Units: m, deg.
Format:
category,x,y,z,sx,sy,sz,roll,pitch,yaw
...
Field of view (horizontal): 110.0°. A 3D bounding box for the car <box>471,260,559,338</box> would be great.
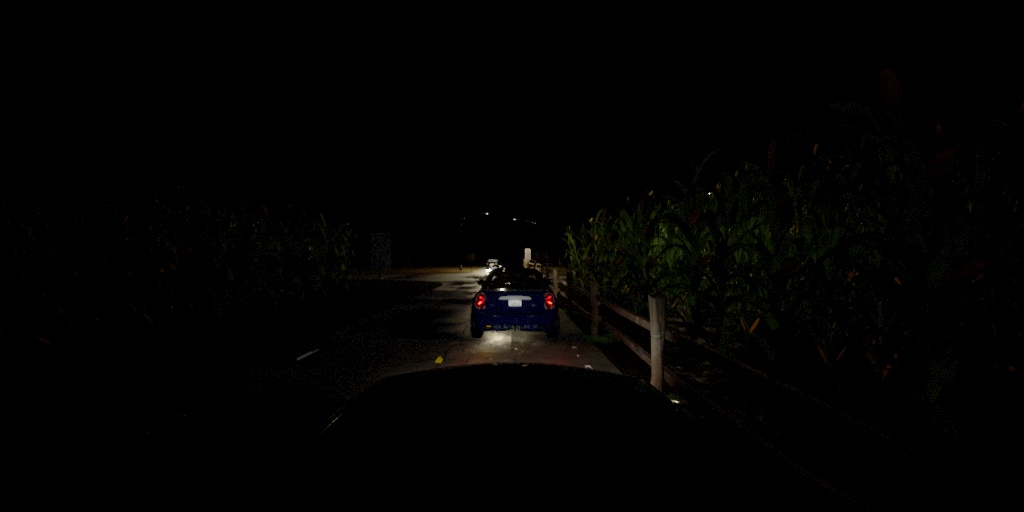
category,x,y,z,sx,sy,sz,roll,pitch,yaw
car,0.068,1.098,10.289,2.097,1.767,4.553,0,0,0
